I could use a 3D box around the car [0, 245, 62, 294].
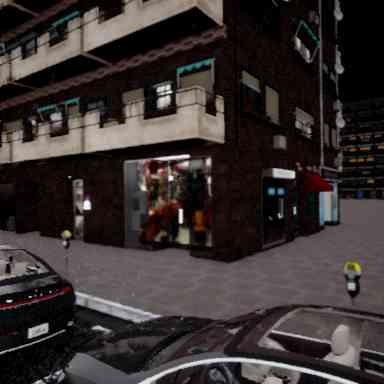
[{"bbox_3d":[-3.758,1.558,5.568,4.403,1.369,2.008,0,-1,36],"label":"car"}]

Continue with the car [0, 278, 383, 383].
[{"bbox_3d":[0.775,1.551,2.335,4.403,1.369,2.008,0,-1,36],"label":"car"}]
